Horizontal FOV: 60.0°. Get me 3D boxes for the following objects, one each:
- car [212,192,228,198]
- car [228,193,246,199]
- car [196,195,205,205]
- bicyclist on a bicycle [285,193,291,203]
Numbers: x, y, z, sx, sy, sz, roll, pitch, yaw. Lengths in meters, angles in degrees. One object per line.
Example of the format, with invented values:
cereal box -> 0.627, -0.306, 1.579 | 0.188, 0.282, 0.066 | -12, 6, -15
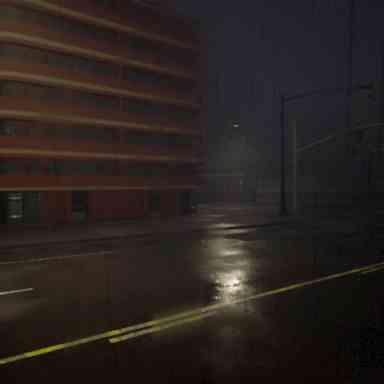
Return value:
car -> 7.387, 0.745, 84.998 | 4.611, 1.667, 2.242 | -1, 1, -35
car -> 11.352, 0.893, 80.772 | 3.806, 1.475, 1.970 | -1, 1, -35
car -> 0.087, 1.193, 54.780 | 2.097, 1.767, 4.553 | -1, 1, -36
bicyclist on a bicycle -> 15.174, 0.959, 52.834 | 1.656, 1.620, 0.582 | -1, 1, -37
